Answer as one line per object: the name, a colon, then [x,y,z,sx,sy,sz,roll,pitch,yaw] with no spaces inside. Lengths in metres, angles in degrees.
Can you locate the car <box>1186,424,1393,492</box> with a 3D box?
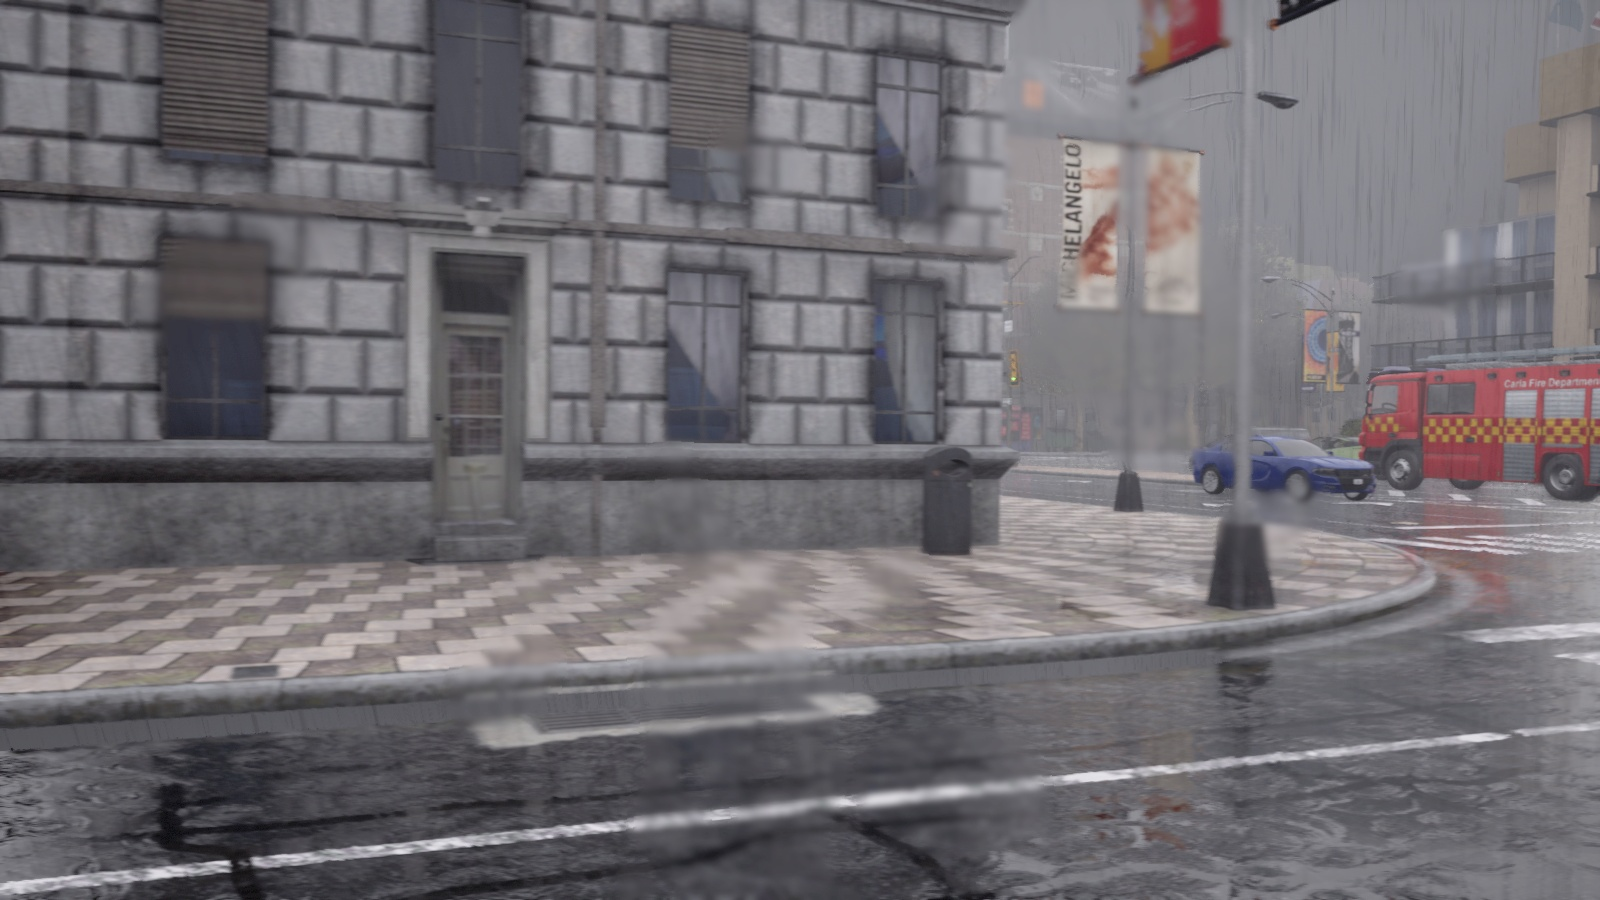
car: [11.925,0.143,31.016,1.882,1.535,5.008,-1,1,-21]

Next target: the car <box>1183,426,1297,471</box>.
car: [15.411,-0.073,44.179,1.845,1.501,3.633,-1,1,-21]

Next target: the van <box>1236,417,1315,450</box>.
van: [29.092,-1.013,76.835,4.442,1.987,1.775,-1,1,-21]

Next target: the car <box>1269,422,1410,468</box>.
car: [19.025,-0.185,44.532,2.007,1.525,4.514,-1,1,-21]

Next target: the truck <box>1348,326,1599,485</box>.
truck: [19.274,-1.130,34.138,2.891,3.827,8.468,-1,1,-21]
